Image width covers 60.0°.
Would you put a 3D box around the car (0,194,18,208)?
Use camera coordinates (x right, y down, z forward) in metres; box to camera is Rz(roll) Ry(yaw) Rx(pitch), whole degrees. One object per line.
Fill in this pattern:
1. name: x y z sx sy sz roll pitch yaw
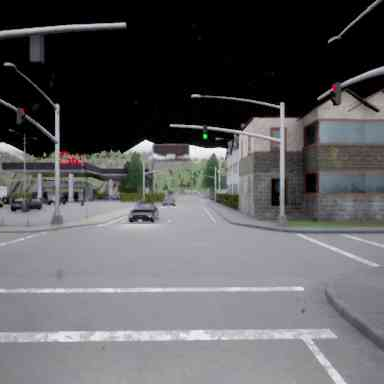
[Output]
1. car: -25.903 1.274 48.127 1.932 1.855 4.605 0 0 0

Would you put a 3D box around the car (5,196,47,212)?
1. car: -18.932 1.478 38.137 2.007 1.523 4.514 0 0 0

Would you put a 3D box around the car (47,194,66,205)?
1. car: -22.639 1.251 56.005 1.905 1.878 3.866 0 0 0

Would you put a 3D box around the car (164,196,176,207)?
1. car: -3.513 1.476 51.217 1.837 1.490 4.892 0 3 0

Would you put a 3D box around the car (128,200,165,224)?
1. car: -3.513 1.555 25.262 2.033 1.411 5.357 0 0 0

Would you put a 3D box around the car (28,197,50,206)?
1. car: -25.966 1.535 56.606 1.970 1.475 3.806 0 0 0

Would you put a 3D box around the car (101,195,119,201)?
1. car: -22.193 1.643 90.007 4.611 1.667 2.242 0 0 0
